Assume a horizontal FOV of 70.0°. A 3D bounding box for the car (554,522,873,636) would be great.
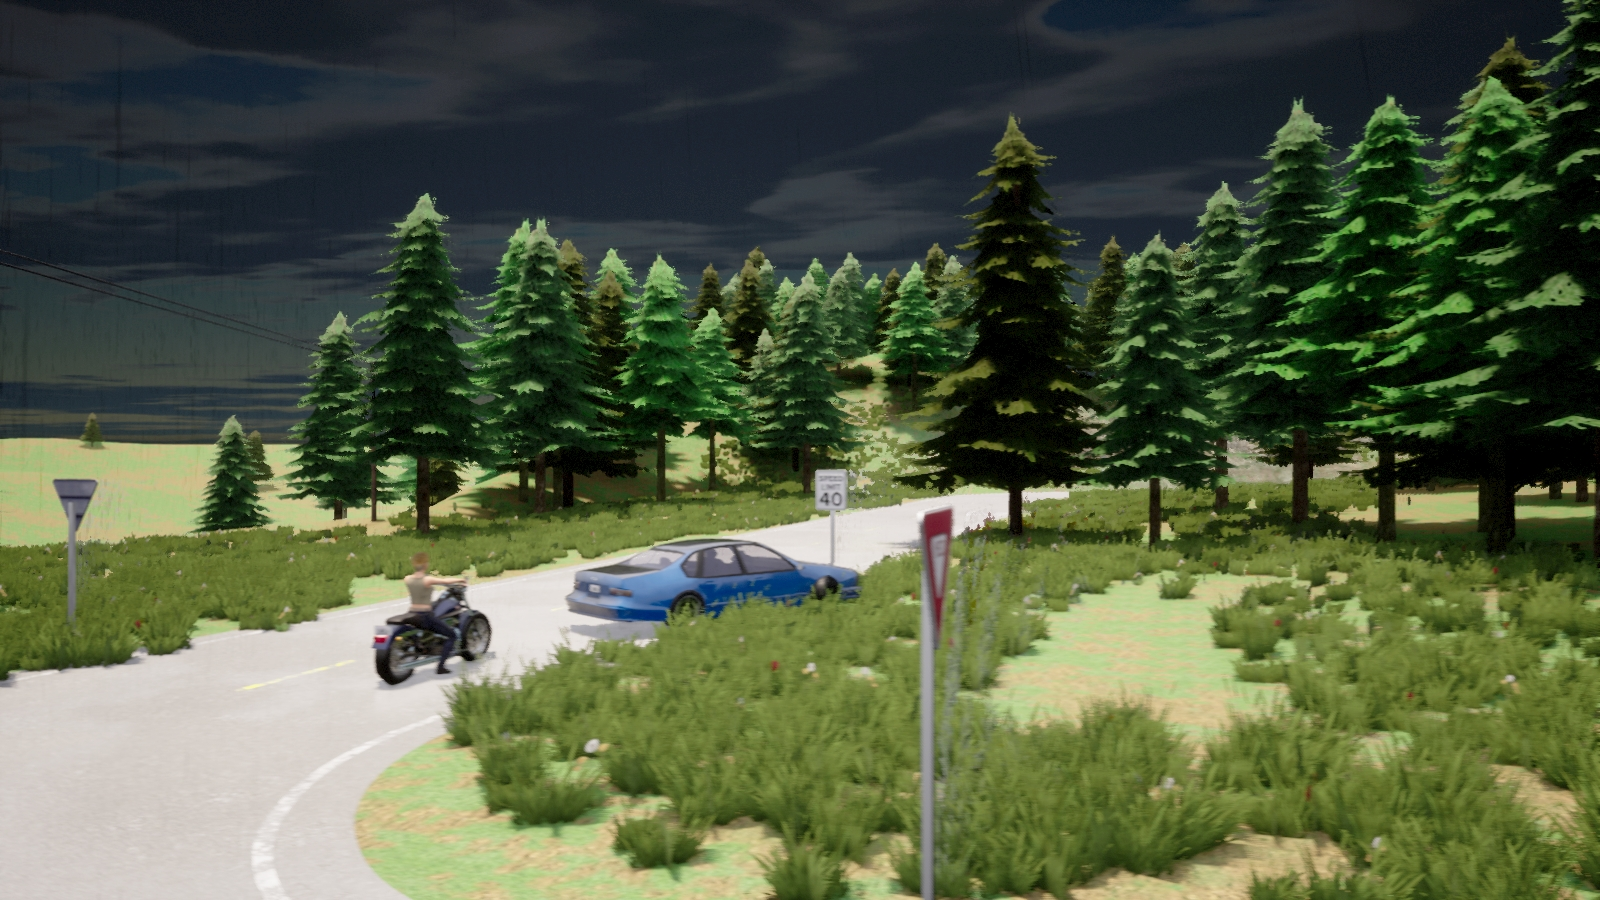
[{"bbox_3d":[-1.366,2.113,19.861,5.357,1.411,2.033,0,0,-41],"label":"car"}]
